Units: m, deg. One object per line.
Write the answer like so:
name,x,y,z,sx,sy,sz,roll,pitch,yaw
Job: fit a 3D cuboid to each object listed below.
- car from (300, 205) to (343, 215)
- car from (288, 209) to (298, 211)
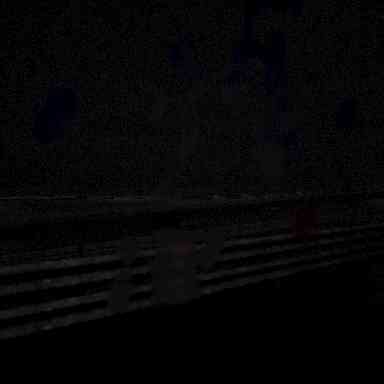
car,16.027,2.238,40.213,5.008,1.535,1.882,-4,2,-26
car,14.518,2.286,43.371,4.181,1.385,1.994,-4,2,-26
